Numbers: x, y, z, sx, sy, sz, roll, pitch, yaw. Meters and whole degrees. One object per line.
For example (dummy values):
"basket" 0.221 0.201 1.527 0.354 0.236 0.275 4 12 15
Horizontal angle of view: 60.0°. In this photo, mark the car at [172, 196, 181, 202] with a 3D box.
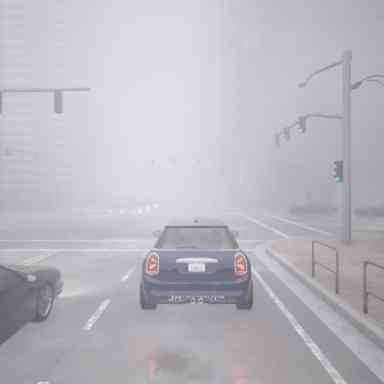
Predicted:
"car" -3.383 1.465 72.231 2.033 1.411 5.357 0 0 0

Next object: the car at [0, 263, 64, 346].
"car" -3.414 1.547 4.142 2.033 1.411 5.357 0 0 -1

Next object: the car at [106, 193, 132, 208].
"car" -10.519 1.352 48.143 2.097 1.767 4.553 0 0 0

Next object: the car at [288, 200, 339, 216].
"car" 11.708 1.526 32.177 4.674 1.442 1.812 0 0 1

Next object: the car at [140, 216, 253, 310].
"car" 0.092 1.352 8.000 2.097 1.767 4.553 0 0 0

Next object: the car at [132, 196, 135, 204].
"car" -10.481 1.505 58.088 1.837 1.490 4.892 0 0 0

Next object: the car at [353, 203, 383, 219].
"car" 16.502 1.601 28.634 4.718 1.301 1.895 0 0 1

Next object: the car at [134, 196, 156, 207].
"car" -7.013 1.564 50.406 1.994 1.385 4.181 0 0 0

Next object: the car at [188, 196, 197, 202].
"car" 0.123 1.553 72.632 1.994 1.385 4.181 0 0 0

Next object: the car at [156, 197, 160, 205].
"car" -6.972 1.601 60.367 1.895 1.301 4.718 0 0 0
